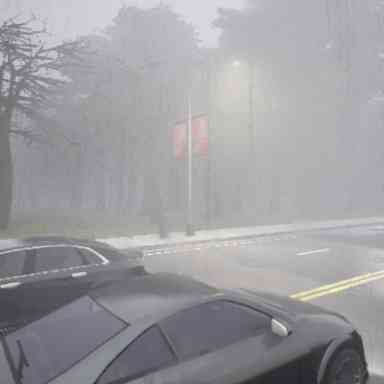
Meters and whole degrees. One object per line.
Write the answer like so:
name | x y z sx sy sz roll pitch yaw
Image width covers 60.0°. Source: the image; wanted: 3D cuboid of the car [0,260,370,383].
car | -0.033 1.587 3.413 4.181 1.385 1.994 0 0 -36

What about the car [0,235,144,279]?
car | -3.055 1.542 5.491 4.892 1.490 1.837 0 0 -36
